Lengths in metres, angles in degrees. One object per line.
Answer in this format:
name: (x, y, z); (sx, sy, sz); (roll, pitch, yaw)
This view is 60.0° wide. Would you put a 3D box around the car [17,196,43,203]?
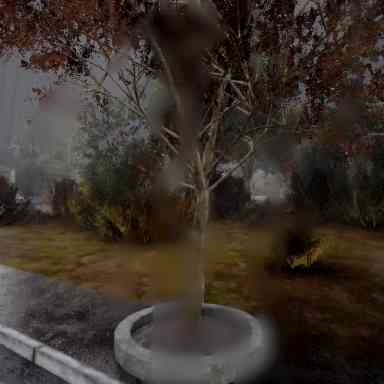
car: (-22.051, 1.216, 44.885); (2.033, 1.411, 5.357); (1, 0, 32)
